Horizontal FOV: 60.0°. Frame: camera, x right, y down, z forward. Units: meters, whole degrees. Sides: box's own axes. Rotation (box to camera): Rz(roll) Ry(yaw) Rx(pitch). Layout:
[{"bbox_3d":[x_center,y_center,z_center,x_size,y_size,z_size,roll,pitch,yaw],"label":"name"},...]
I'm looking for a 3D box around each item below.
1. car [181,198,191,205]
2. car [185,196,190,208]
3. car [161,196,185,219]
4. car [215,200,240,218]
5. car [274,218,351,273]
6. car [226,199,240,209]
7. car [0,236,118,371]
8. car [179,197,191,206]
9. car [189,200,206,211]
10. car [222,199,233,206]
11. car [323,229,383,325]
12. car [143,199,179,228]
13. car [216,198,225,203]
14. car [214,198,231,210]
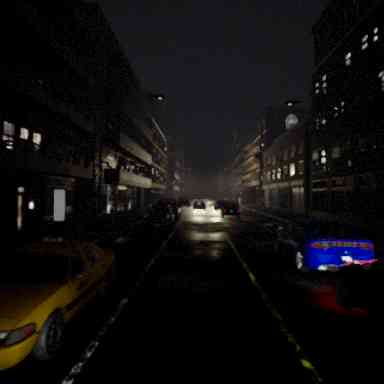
[{"bbox_3d":[-1.141,1.952,68.115,1.887,1.381,4.507,1,0,1],"label":"car"},{"bbox_3d":[-1.402,1.650,56.847,2.192,1.841,5.009,1,0,1],"label":"car"},{"bbox_3d":[-2.067,1.465,28.674,2.192,1.841,5.009,1,0,1],"label":"car"},{"bbox_3d":[3.759,1.818,33.468,2.033,1.411,5.357,1,0,2],"label":"car"},{"bbox_3d":[4.108,1.614,11.196,1.882,1.535,5.008,1,0,1],"label":"car"},{"bbox_3d":[6.975,1.990,56.813,1.752,1.417,4.829,1,0,1],"label":"car"},{"bbox_3d":[-2.606,1.524,5.963,1.752,1.417,4.829,1,0,1],"label":"car"},{"bbox_3d":[-1.272,1.811,62.480,1.967,1.590,4.097,1,0,1],"label":"car"},{"bbox_3d":[1.052,1.860,47.058,2.033,1.411,5.357,1,0,1],"label":"car"},{"bbox_3d":[7.236,2.081,67.912,1.887,1.381,4.507,1,0,1],"label":"car"},{"bbox_3d":[3.900,1.621,5.194,1.812,1.442,4.674,1,0,1],"label":"car"},{"bbox_3d":[-2.202,1.553,23.038,1.967,1.590,4.097,1,0,1],"label":"car"},{"bbox_3d":[7.768,2.232,90.450,2.008,1.369,4.403,1,0,1],"label":"car"},{"bbox_3d":[4.035,1.879,46.156,1.812,1.442,4.674,1,0,1],"label":"car"}]
